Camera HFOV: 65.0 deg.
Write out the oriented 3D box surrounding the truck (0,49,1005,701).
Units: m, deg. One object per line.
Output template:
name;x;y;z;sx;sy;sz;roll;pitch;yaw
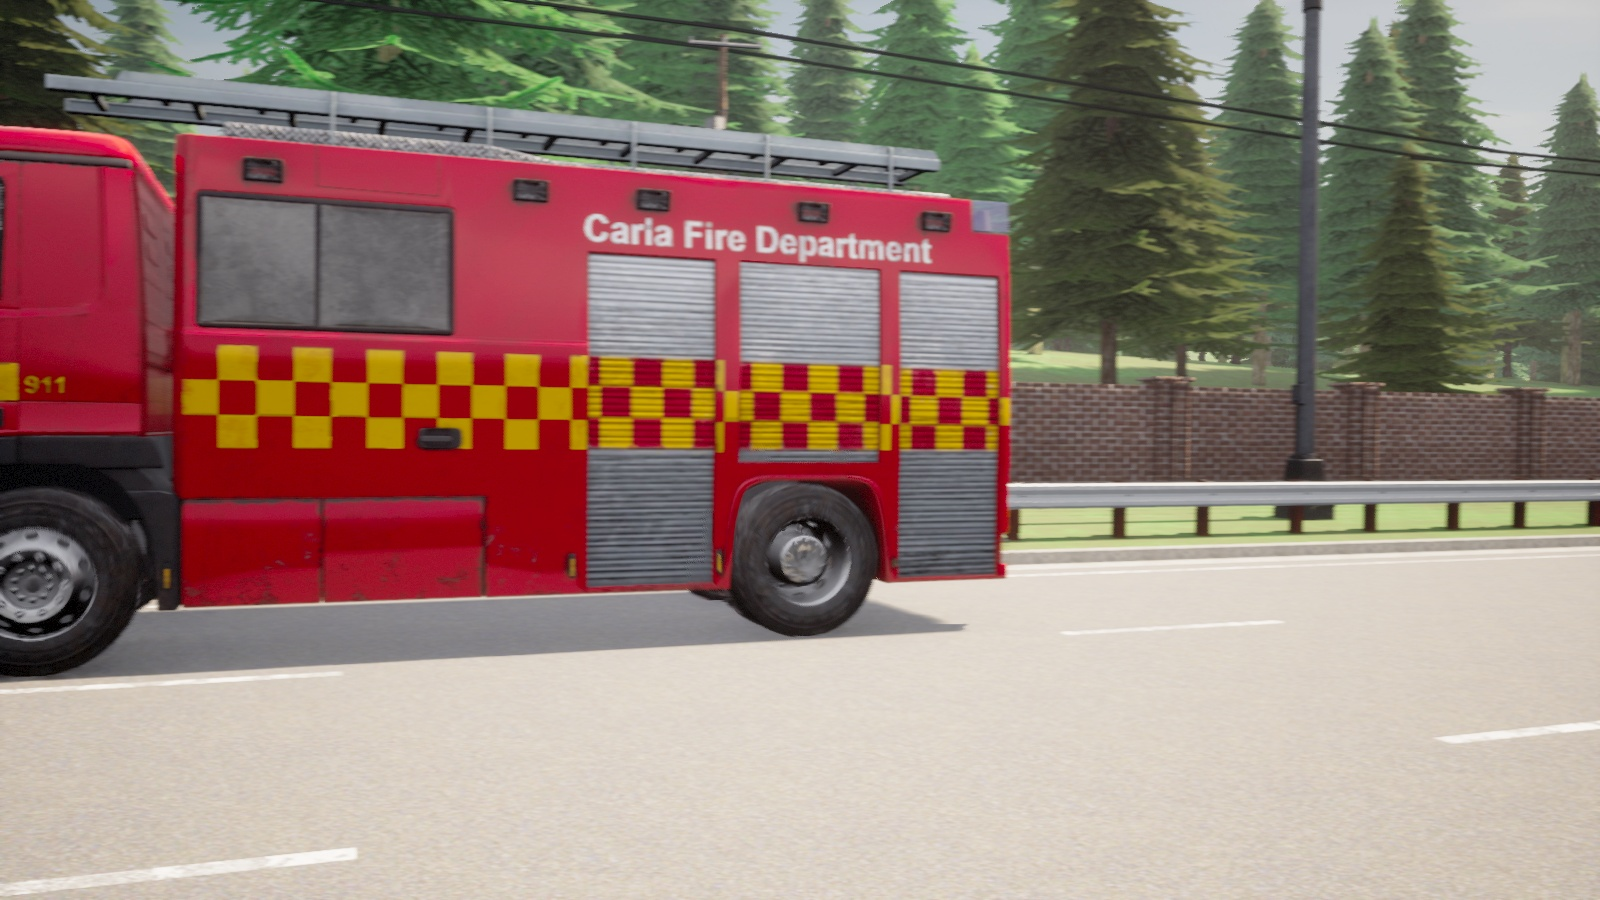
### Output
truck;-2.895;-0.492;9.613;8.468;3.827;2.891;-1;1;-21
